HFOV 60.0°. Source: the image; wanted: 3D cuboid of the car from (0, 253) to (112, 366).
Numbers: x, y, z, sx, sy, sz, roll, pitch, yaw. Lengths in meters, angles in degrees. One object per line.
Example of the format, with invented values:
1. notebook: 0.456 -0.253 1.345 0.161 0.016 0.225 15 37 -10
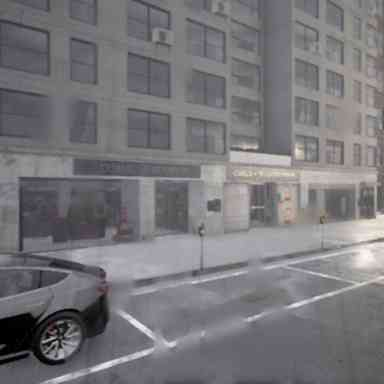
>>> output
1. car: -3.192 1.567 4.255 4.313 1.339 1.947 0 0 -35
